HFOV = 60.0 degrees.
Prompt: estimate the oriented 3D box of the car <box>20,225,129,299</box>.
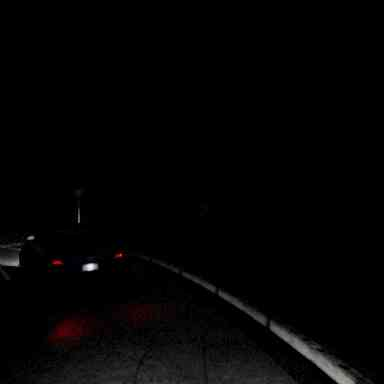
[{"bbox_3d":[-3.223,1.573,8.741,1.994,1.385,4.181,0,0,-32],"label":"car"}]
